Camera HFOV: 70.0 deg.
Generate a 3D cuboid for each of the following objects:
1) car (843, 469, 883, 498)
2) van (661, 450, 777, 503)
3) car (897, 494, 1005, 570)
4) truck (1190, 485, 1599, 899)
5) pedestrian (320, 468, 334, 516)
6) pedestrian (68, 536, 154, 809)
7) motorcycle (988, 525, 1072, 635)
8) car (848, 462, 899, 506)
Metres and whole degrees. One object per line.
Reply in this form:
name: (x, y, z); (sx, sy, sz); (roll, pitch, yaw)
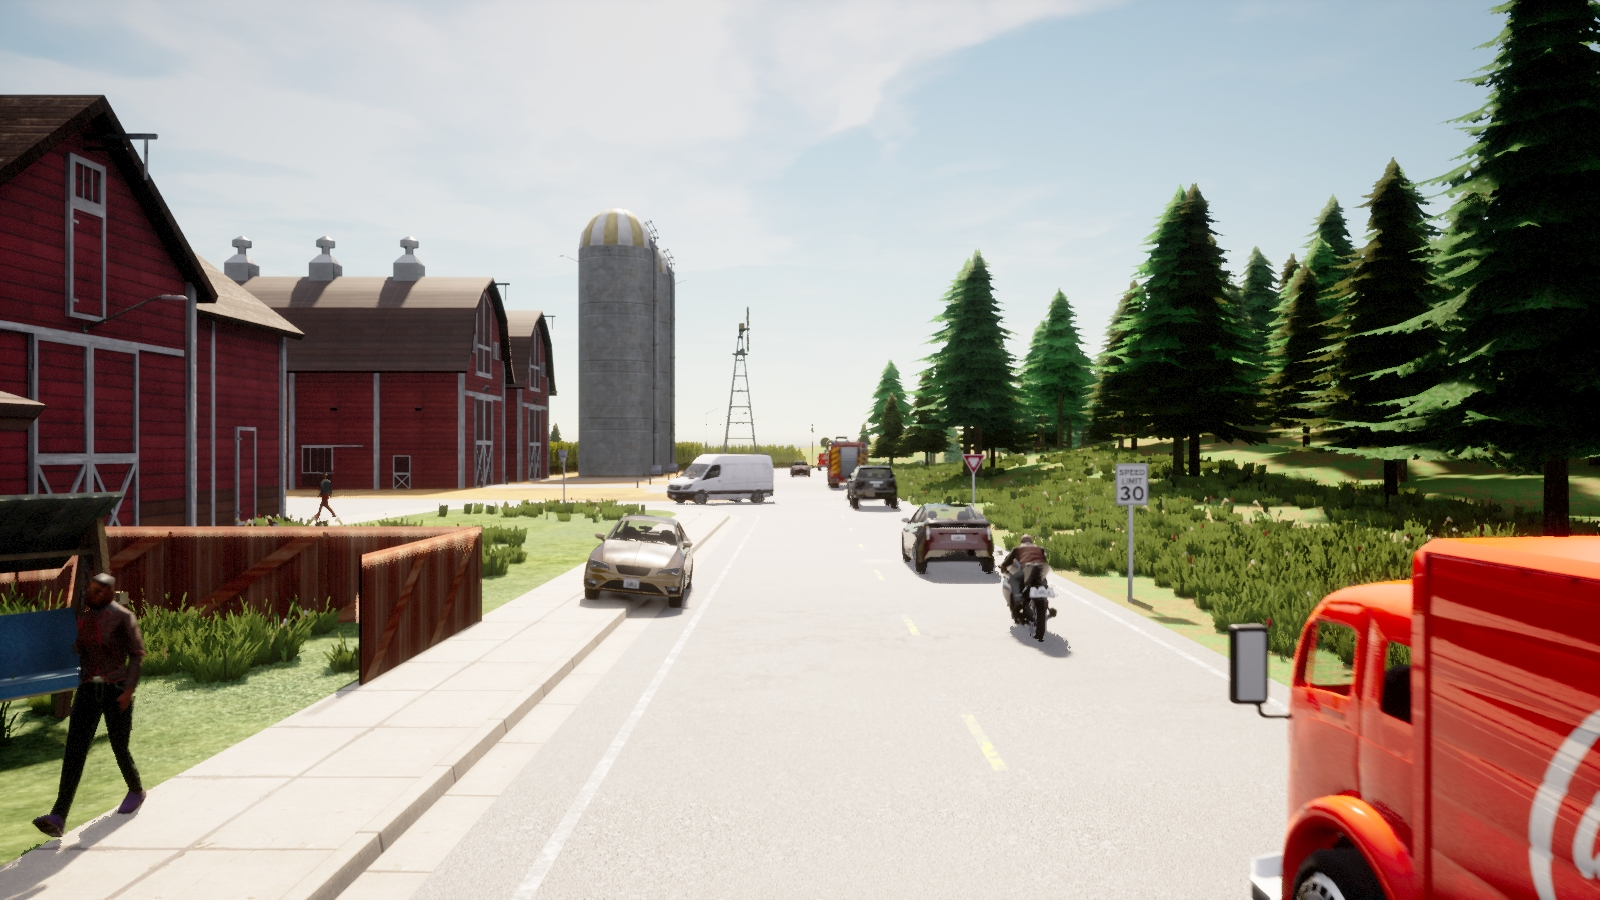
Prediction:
car: (3.585, 1.907, 65.959); (2.128, 1.511, 4.902); (0, 0, 1)
van: (-4.133, 1.358, 59.177); (5.915, 2.561, 1.988); (1, 1, -41)
car: (3.527, 1.900, 27.524); (2.007, 1.525, 4.514); (0, 0, 0)
truck: (3.526, 1.427, 3.862); (2.627, 2.467, 5.204); (0, 0, 0)
pedestrian: (-18.443, 1.617, 44.532); (0.375, 1.860, 0.375); (0, 0, 11)
pedestrian: (-4.877, 1.555, 8.101); (0.375, 1.860, 0.375); (0, 0, 3)
motorcycle: (3.519, 1.961, 17.692); (0.867, 1.460, 2.209); (0, 0, 0)
car: (3.563, 1.630, 56.227); (2.150, 2.045, 5.566); (0, 0, 0)
